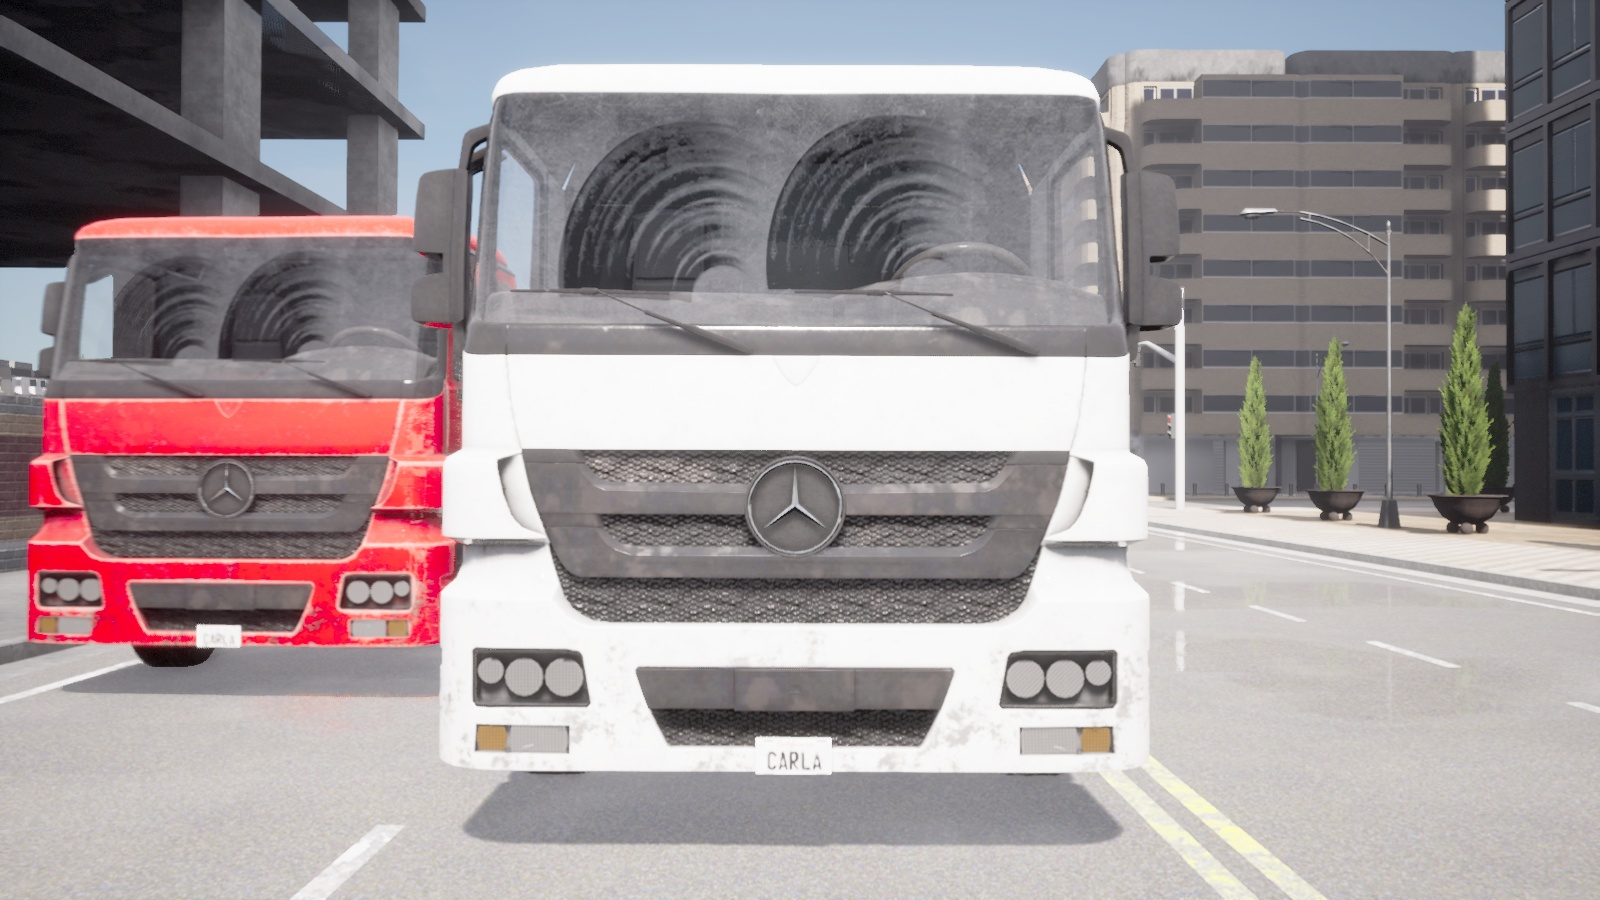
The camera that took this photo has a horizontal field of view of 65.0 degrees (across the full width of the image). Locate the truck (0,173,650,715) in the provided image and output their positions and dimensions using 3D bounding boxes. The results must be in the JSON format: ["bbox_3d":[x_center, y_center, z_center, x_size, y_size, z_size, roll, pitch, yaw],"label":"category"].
[{"bbox_3d":[-3.548,0.021,12.049,2.891,3.462,7.936,0,-1,3],"label":"truck"}]

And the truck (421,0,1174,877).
[{"bbox_3d":[-0.026,-0.041,8.816,2.891,3.462,7.936,0,-1,0],"label":"truck"}]
